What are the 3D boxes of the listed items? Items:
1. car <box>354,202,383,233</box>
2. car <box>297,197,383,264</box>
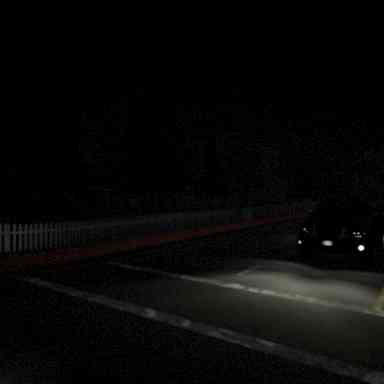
[{"bbox_3d":[11.687,1.506,20.883,1.882,1.535,5.008,0,0,36],"label":"car"},{"bbox_3d":[5.772,1.231,12.530,2.150,2.045,5.566,0,0,35],"label":"car"}]
